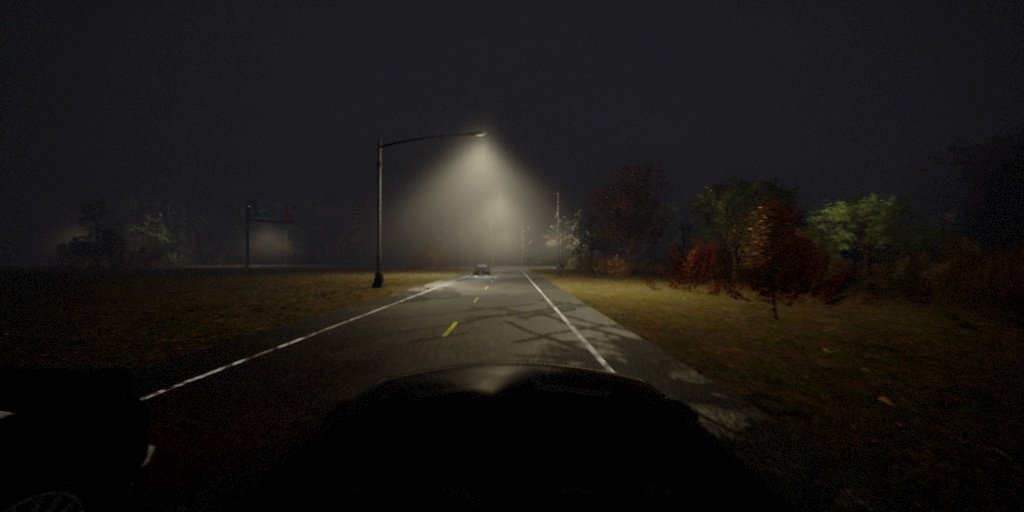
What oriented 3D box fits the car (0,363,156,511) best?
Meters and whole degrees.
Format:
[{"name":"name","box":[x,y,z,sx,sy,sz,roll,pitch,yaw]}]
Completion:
[{"name":"car","box":[-3.599,1.230,0.579,2.128,1.511,4.902,0,-1,0]}]

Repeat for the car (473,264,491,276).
[{"name":"car","box":[-3.593,1.674,43.432,1.994,1.385,4.181,0,-1,0]}]
